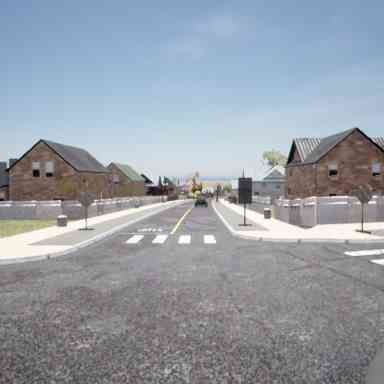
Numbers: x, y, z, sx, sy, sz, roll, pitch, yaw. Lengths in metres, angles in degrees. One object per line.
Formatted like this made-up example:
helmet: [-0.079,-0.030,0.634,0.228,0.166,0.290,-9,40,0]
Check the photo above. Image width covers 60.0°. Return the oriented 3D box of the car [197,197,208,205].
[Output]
car: [2.014,1.747,64.287,2.033,1.411,5.357,0,0,3]

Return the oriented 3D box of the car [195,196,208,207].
car: [1.525,1.491,54.258,2.097,1.767,4.553,0,0,3]
